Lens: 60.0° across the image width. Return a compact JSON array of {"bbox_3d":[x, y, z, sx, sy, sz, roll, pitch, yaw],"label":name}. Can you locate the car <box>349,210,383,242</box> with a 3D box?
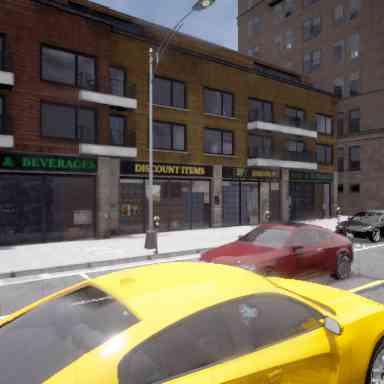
[{"bbox_3d":[8.836,1.567,16.200,4.313,1.339,1.947,0,0,-35],"label":"car"}]

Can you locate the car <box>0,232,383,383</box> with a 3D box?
[{"bbox_3d":[0.139,1.477,3.257,5.008,1.535,1.882,0,0,-35],"label":"car"}]

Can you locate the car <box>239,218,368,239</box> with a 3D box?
[{"bbox_3d":[2.271,1.526,8.400,4.674,1.442,1.812,0,0,-35],"label":"car"}]
